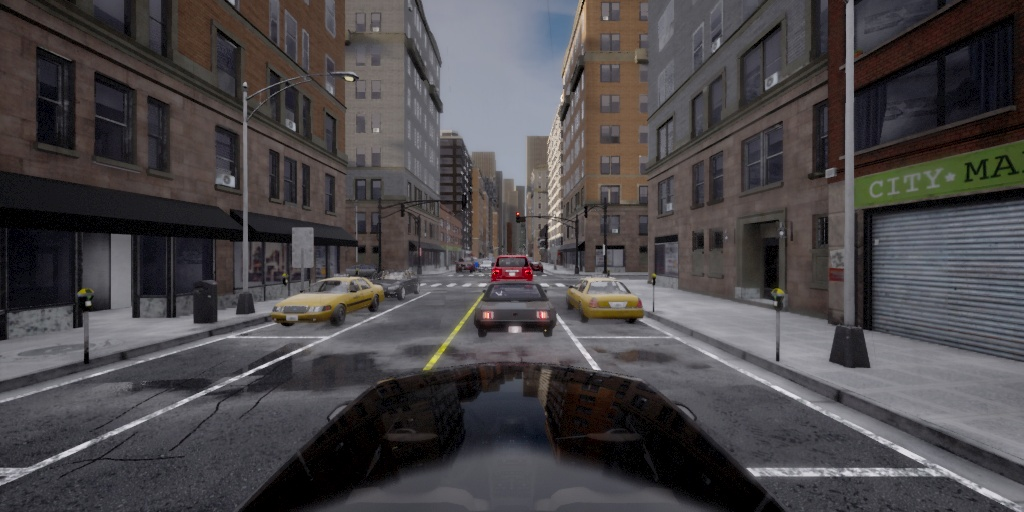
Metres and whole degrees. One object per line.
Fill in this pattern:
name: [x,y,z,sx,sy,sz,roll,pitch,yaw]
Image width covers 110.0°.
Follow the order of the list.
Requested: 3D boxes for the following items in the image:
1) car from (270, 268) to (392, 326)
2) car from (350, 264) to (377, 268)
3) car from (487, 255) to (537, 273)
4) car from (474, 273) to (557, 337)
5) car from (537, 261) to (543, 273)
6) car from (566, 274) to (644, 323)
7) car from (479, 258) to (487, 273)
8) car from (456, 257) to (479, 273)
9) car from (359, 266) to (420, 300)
car: [-5.664,1.276,11.647,1.751,1.417,4.829,0,0,0]
car: [-11.602,1.337,29.106,4.181,1.385,1.994,0,0,4]
car: [0.008,0.974,19.993,2.150,2.045,5.566,0,0,0]
car: [0.085,1.351,10.223,1.895,1.301,4.718,0,0,0]
car: [2.874,1.308,44.112,1.888,1.381,4.507,0,0,0]
car: [2.861,1.276,11.983,1.751,1.417,4.829,0,0,0]
car: [-3.081,1.289,44.717,1.812,1.442,4.674,0,0,0]
car: [-5.651,1.078,44.116,2.192,1.841,5.009,0,0,0]
car: [-5.662,1.302,17.342,2.007,1.370,4.403,0,0,0]
